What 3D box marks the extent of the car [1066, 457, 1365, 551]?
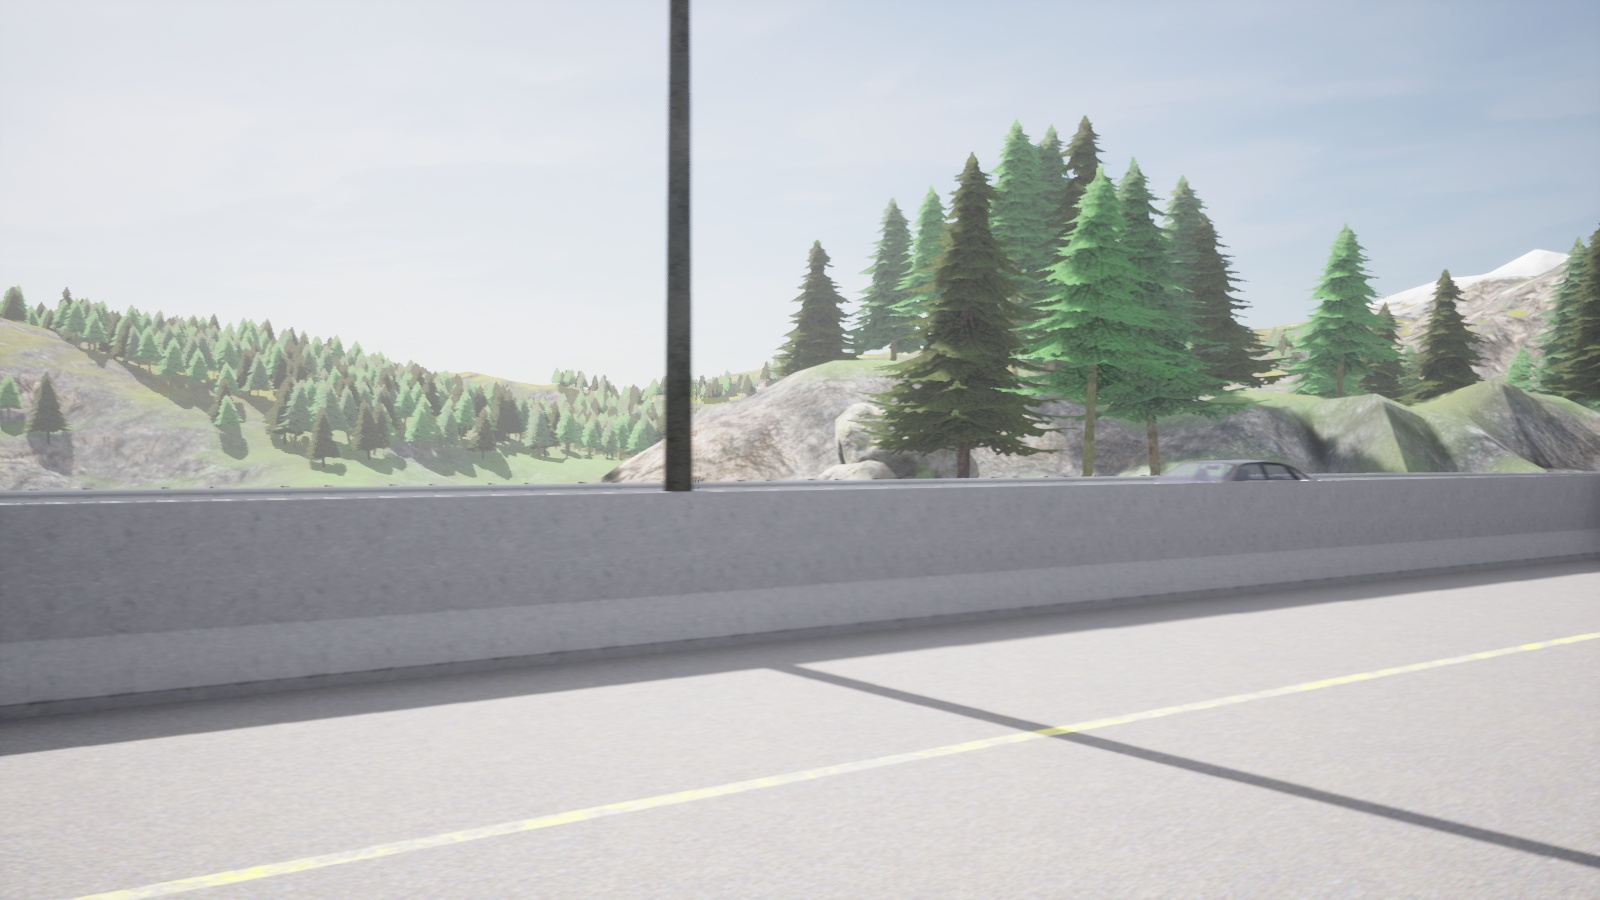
[{"bbox_3d":[7.181,0.830,21.464,5.357,1.411,2.033,0,0,-35],"label":"car"}]
